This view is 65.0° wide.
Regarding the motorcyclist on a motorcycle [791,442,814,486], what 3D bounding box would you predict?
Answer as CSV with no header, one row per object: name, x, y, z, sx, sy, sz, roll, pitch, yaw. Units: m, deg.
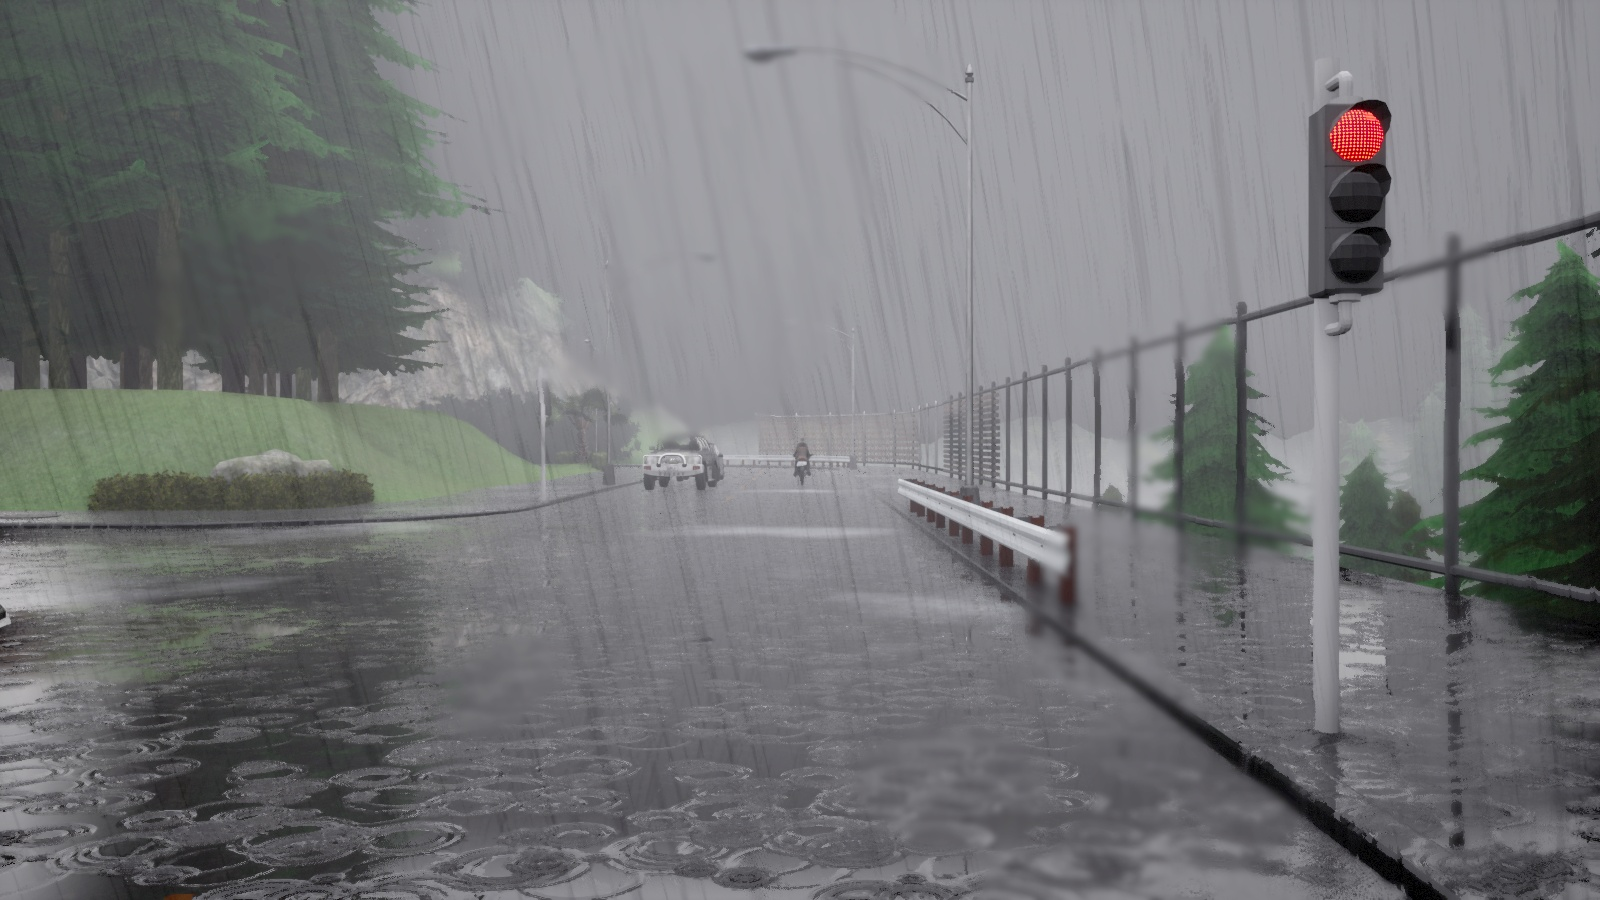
motorcyclist on a motorcycle,0.078,0.475,44.921,0.797,1.523,2.044,0,0,0

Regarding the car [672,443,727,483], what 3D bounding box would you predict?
car,-3.912,0.478,49.425,1.845,1.501,3.633,0,0,0

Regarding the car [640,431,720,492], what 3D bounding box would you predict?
car,-3.834,0.330,40.803,1.932,1.855,4.605,0,0,3
